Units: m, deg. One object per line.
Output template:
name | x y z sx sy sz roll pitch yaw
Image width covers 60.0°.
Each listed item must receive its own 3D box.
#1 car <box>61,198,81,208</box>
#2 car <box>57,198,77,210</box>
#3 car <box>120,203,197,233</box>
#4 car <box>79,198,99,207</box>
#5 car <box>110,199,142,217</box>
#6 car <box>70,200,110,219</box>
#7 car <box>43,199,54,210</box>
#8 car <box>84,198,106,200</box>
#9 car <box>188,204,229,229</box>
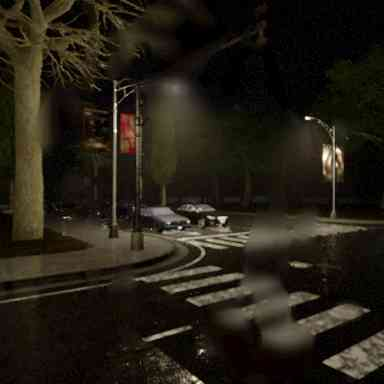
car | -21.144 1.850 57.913 1.882 1.535 5.008 0 -1 -36
car | -18.237 1.841 48.312 1.994 1.385 4.181 0 -1 -35
car | -2.235 1.620 20.639 2.033 1.411 5.357 0 0 -36
car | -18.514 1.862 59.823 1.882 1.535 5.008 0 -1 -36
car | -5.365 1.488 30.489 2.097 1.767 4.553 0 -1 -36
car | -9.234 1.697 30.282 1.994 1.385 4.181 0 -1 -36
car | -20.498 1.765 45.885 1.837 1.490 4.892 0 -1 -35
car | -15.004 1.759 49.549 1.882 1.535 5.008 0 -1 -36
car | 0.441 1.576 22.508 2.128 1.511 4.902 0 0 -36
